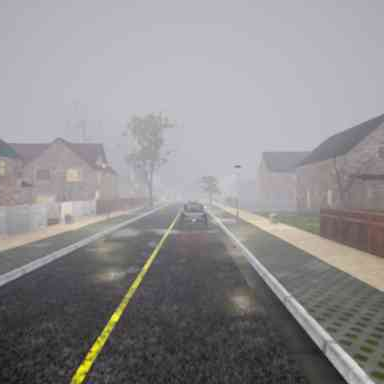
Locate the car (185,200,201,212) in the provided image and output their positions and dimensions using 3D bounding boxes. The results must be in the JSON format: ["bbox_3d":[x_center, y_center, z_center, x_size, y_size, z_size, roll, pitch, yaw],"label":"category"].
[{"bbox_3d":[0.120,1.676,41.667,1.994,1.385,4.181,0,0,0],"label":"car"}]

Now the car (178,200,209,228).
[{"bbox_3d":[0.111,1.518,22.424,2.128,1.511,4.902,0,0,0],"label":"car"}]
